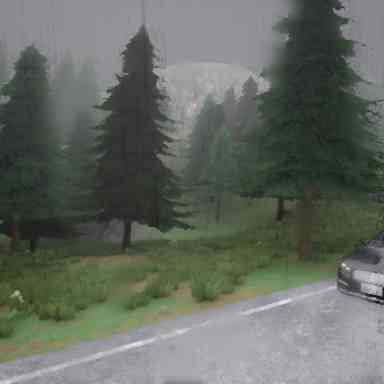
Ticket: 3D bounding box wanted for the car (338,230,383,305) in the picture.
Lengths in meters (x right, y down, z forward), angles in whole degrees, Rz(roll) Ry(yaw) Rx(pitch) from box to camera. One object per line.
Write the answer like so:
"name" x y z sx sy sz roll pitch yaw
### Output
"car" 5.187 1.495 7.528 4.902 1.511 2.128 0 0 -38
